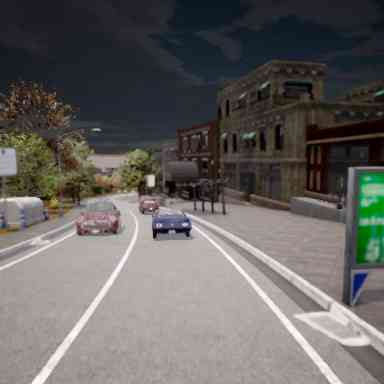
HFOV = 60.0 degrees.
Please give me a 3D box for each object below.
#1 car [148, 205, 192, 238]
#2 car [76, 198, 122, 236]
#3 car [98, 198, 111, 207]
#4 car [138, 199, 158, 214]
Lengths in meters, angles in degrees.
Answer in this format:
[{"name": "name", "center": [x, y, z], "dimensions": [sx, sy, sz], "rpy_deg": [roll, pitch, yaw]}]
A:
[{"name": "car", "center": [-1.215, 1.575, 17.717], "dimensions": [1.895, 1.301, 4.718], "rpy_deg": [-1, 0, -7]}, {"name": "car", "center": [-5.140, 1.384, 18.841], "dimensions": [2.097, 1.767, 4.553], "rpy_deg": [-1, 0, -8]}, {"name": "car", "center": [-15.438, 1.756, 58.763], "dimensions": [1.994, 1.385, 4.181], "rpy_deg": [-2, 0, -17]}, {"name": "car", "center": [-4.614, 1.508, 35.257], "dimensions": [1.812, 1.442, 4.674], "rpy_deg": [-2, 0, -14]}]
